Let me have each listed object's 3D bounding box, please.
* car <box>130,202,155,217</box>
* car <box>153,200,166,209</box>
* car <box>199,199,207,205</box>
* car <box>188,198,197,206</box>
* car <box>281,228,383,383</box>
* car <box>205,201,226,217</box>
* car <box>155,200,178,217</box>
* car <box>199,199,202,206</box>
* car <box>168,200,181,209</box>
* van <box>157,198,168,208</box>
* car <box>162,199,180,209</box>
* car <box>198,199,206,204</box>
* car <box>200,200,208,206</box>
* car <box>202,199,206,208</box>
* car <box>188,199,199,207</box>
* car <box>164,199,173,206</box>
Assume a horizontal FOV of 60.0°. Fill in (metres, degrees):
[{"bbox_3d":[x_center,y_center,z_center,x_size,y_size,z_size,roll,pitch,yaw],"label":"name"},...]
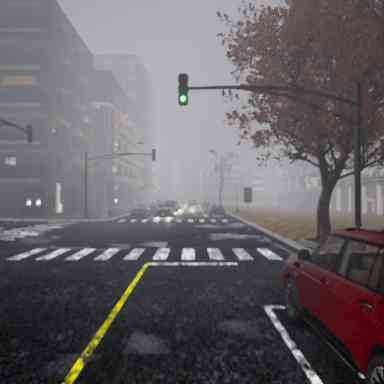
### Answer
[{"bbox_3d":[-5.669,1.995,36.715,2.008,1.369,4.403,0,-1,0],"label":"car"},{"bbox_3d":[-5.656,2.168,58.846,1.967,1.590,4.097,0,-1,0],"label":"car"},{"bbox_3d":[2.739,2.639,86.501,1.887,1.381,4.507,0,-1,0],"label":"car"},{"bbox_3d":[0.045,2.332,77.805,2.097,1.767,4.553,0,-1,0],"label":"car"},{"bbox_3d":[2.695,1.368,4.328,2.192,1.841,5.009,0,-1,0],"label":"car"},{"bbox_3d":[2.711,1.990,36.711,1.887,1.381,4.507,0,-1,0],"label":"car"},{"bbox_3d":[-3.077,2.008,38.010,2.033,1.411,5.357,0,-1,0],"label":"car"},{"bbox_3d":[2.727,2.383,64.371,1.802,1.307,4.206,0,-1,0],"label":"car"},{"bbox_3d":[-3.043,2.199,58.305,1.882,1.535,5.008,0,-1,0],"label":"car"},{"bbox_3d":[-5.653,2.141,64.380,1.690,1.788,3.998,0,-1,0],"label":"van"},{"bbox_3d":[-3.069,1.942,48.125,2.097,1.767,4.553,0,-1,0],"label":"car"},{"bbox_3d":[2.742,2.720,92.033,2.008,1.369,4.403,0,-1,0],"label":"car"},{"bbox_3d":[2.733,2.473,75.607,1.752,1.417,4.829,0,-1,0],"label":"car"},{"bbox_3d":[2.717,2.113,47.946,1.752,1.417,4.829,0,-1,0],"label":"car"},{"bbox_3d":[0.136,2.445,67.735,1.895,1.301,4.718,0,-1,0],"label":"car"},{"bbox_3d":[-5.645,2.459,80.975,1.967,1.590,4.097,0,-1,0],"label":"car"}]
